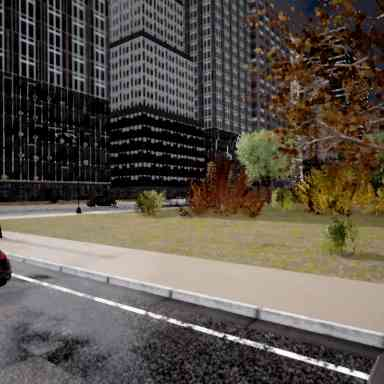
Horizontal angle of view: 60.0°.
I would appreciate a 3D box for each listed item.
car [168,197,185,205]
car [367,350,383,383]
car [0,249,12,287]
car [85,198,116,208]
[{"bbox_3d":[-2.580,1.694,64.020,1.812,1.442,4.674,-1,-1,37],"label":"car"},{"bbox_3d":[3.514,1.547,1.176,5.357,1.411,2.033,0,0,36],"label":"car"},{"bbox_3d":[-6.189,1.564,8.070,4.181,1.385,1.994,0,0,37],"label":"car"},{"bbox_3d":[-13.546,1.610,49.611,1.837,1.490,4.892,-1,-1,37],"label":"car"}]
